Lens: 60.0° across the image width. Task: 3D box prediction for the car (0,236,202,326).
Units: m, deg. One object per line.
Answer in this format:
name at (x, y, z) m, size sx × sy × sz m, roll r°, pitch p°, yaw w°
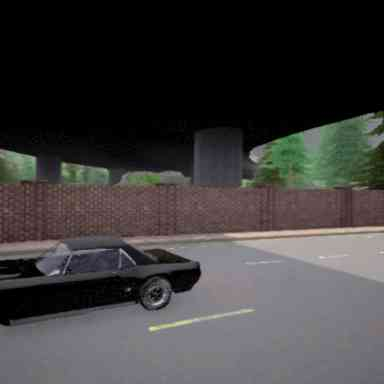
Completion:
car at (-2.269, 1.575, 6.331) m, size 4.718 × 1.301 × 1.895 m, roll 1°, pitch 0°, yaw -29°
